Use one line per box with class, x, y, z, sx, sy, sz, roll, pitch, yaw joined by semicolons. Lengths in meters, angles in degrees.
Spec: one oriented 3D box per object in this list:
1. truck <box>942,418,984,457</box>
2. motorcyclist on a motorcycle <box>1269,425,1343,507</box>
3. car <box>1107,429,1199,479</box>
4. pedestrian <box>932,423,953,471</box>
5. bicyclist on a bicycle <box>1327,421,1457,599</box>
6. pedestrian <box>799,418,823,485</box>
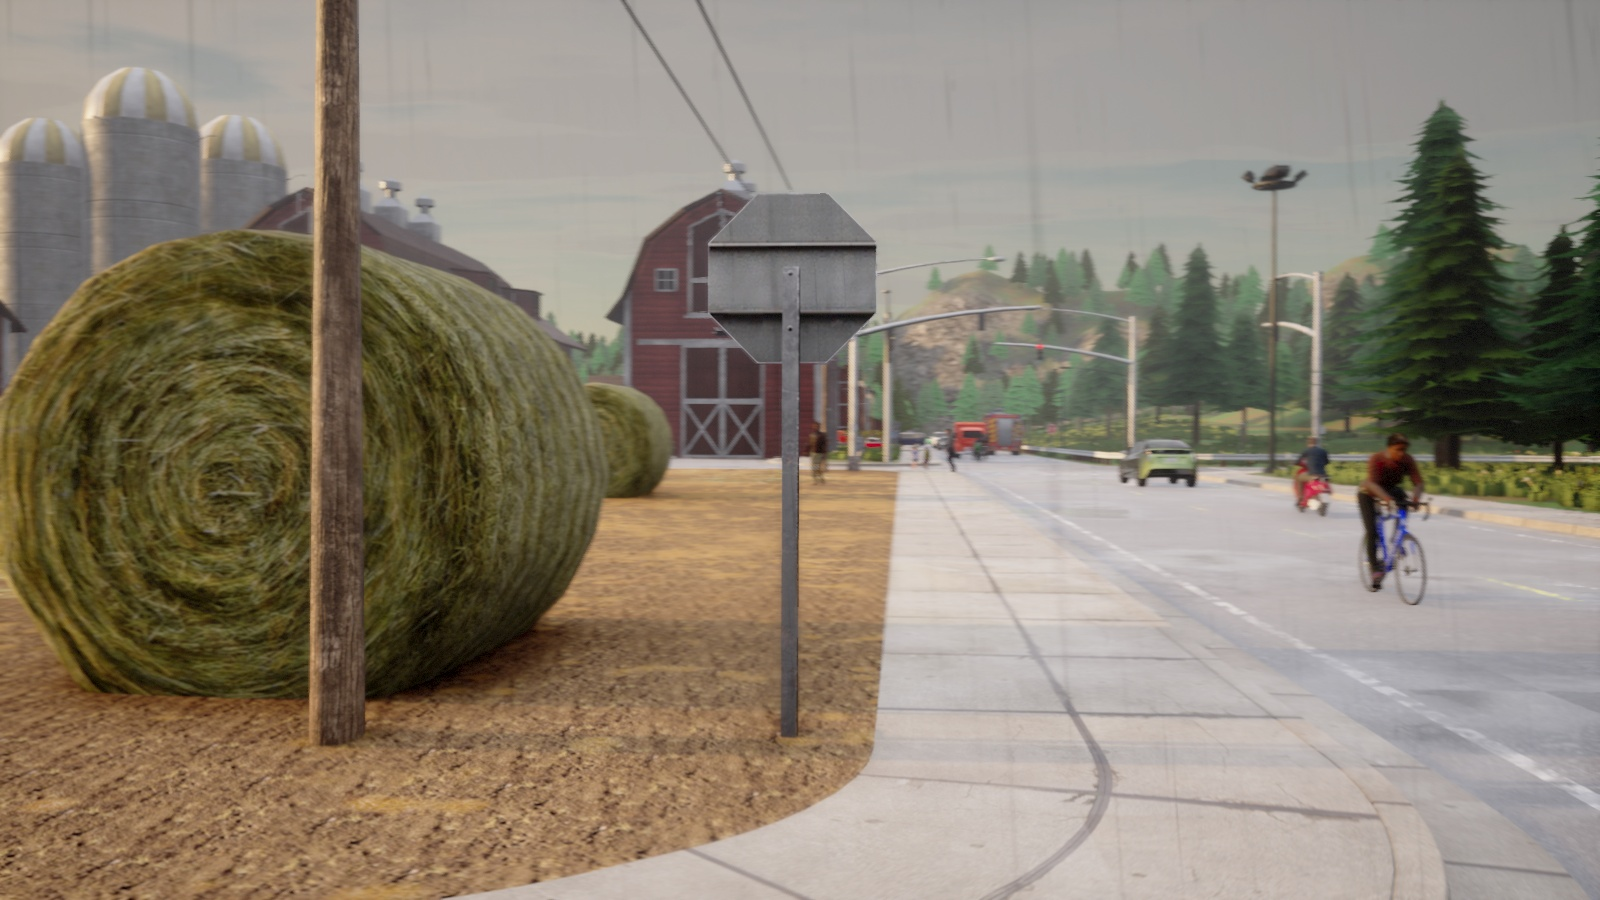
truck;11.479;-0.944;88.682;2.627;2.467;5.204;-1;3;4
motorcyclist on a motorcycle;10.247;0.303;25.499;0.866;1.590;1.817;-1;1;4
car;11.404;0.093;40.890;2.007;1.525;4.514;-1;1;4
pedestrian;5.774;-0.126;50.809;0.788;1.949;0.423;-1;1;12
bicyclist on a bicycle;5.744;0.536;12.279;0.582;1.620;1.656;-1;1;4
pedestrian;0.303;0.044;34.822;0.431;1.840;0.703;-1;1;21
